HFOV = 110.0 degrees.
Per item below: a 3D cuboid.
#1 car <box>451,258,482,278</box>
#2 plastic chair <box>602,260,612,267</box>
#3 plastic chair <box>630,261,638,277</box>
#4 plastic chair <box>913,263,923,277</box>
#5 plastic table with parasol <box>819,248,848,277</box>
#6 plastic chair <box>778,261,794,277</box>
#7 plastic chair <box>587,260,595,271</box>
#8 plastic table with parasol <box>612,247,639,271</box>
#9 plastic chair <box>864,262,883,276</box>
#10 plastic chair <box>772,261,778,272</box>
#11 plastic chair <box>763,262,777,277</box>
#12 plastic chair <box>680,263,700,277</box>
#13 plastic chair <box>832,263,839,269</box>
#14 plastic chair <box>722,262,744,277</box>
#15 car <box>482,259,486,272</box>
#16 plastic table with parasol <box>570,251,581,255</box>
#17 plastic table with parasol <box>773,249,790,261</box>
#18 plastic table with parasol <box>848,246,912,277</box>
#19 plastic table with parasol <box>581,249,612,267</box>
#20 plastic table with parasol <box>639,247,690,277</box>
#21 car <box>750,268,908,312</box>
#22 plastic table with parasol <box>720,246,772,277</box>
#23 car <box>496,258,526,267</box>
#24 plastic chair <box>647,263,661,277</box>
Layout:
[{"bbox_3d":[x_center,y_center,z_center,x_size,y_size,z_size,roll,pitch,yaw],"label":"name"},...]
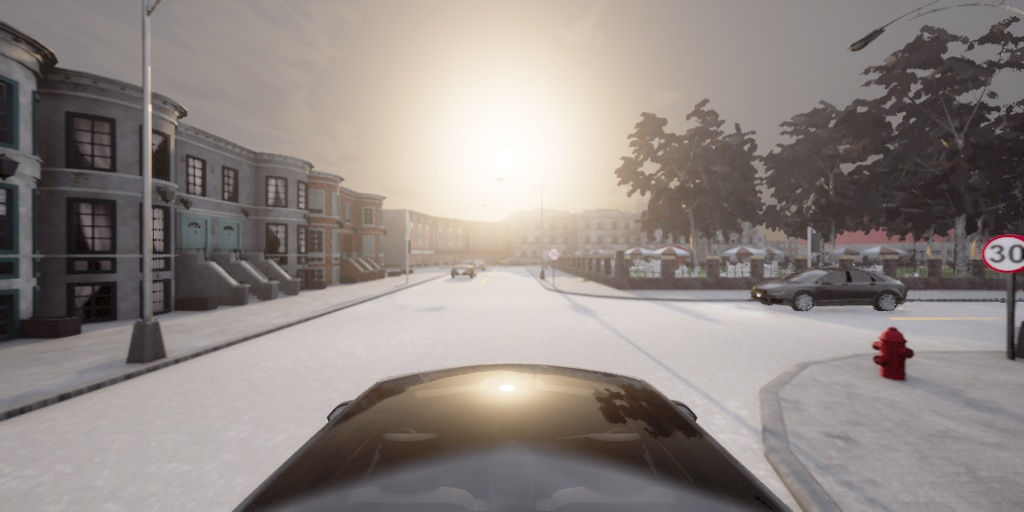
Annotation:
[{"bbox_3d":[-4.131,1.108,31.359,2.128,1.511,4.902,0,0,0],"label":"car"},{"bbox_3d":[10.953,1.093,40.404,0.750,1.272,0.730,0,0,-32],"label":"plastic chair"},{"bbox_3d":[8.588,1.189,26.582,0.730,1.272,0.750,0,0,-40],"label":"plastic chair"},{"bbox_3d":[24.632,1.223,22.162,0.750,1.272,0.730,0,0,-35],"label":"plastic chair"},{"bbox_3d":[26.467,0.573,28.456,2.482,2.480,2.482,0,0,-40],"label":"plastic table with parasol"},{"bbox_3d":[22.890,1.160,30.107,0.750,1.272,0.730,0,0,-34],"label":"plastic chair"},{"bbox_3d":[9.021,1.094,40.692,0.730,1.272,0.750,0,0,-40],"label":"plastic chair"},{"bbox_3d":[9.618,0.585,27.327,2.482,2.480,2.482,0,0,-40],"label":"plastic table with parasol"},{"bbox_3d":[22.707,1.195,22.379,0.730,1.272,0.750,0,0,-39],"label":"plastic chair"},{"bbox_3d":[19.142,1.191,26.877,0.750,1.272,0.730,0,0,-35],"label":"plastic chair"},{"bbox_3d":[16.192,1.213,22.867,0.750,1.272,0.730,0,0,-35],"label":"plastic chair"},{"bbox_3d":[10.962,1.248,21.865,0.750,1.272,0.730,0,0,-35],"label":"plastic chair"},{"bbox_3d":[25.437,1.175,27.711,0.730,1.272,0.750,0,0,-40],"label":"plastic chair"},{"bbox_3d":[14.259,1.224,23.095,0.730,1.272,0.750,0,0,-40],"label":"plastic chair"},{"bbox_3d":[-4.131,1.055,43.298,2.128,1.511,4.902,0,0,0],"label":"car"},{"bbox_3d":[9.208,0.522,49.113,2.482,2.480,2.482,0,0,0],"label":"plastic table with parasol"},{"bbox_3d":[22.046,0.488,31.098,2.482,2.480,2.482,0,0,-39],"label":"plastic table with parasol"},{"bbox_3d":[23.732,0.587,23.135,2.482,2.480,2.482,0,0,-40],"label":"plastic table with parasol"},{"bbox_3d":[10.006,0.452,41.416,2.482,2.480,2.482,0,0,-38],"label":"plastic table with parasol"},{"bbox_3d":[10.060,0.640,22.838,2.482,2.480,2.482,0,0,-40],"label":"plastic table with parasol"},{"bbox_3d":[11.545,1.202,13.253,4.892,1.490,1.837,0,0,0],"label":"car"},{"bbox_3d":[15.290,0.605,23.840,2.482,2.480,2.482,0,0,-40],"label":"plastic table with parasol"},{"bbox_3d":[-0.117,1.037,60.024,5.357,1.411,2.033,0,0,-39],"label":"car"},{"bbox_3d":[9.030,1.247,22.093,0.730,1.272,0.750,0,0,-40],"label":"plastic chair"}]
